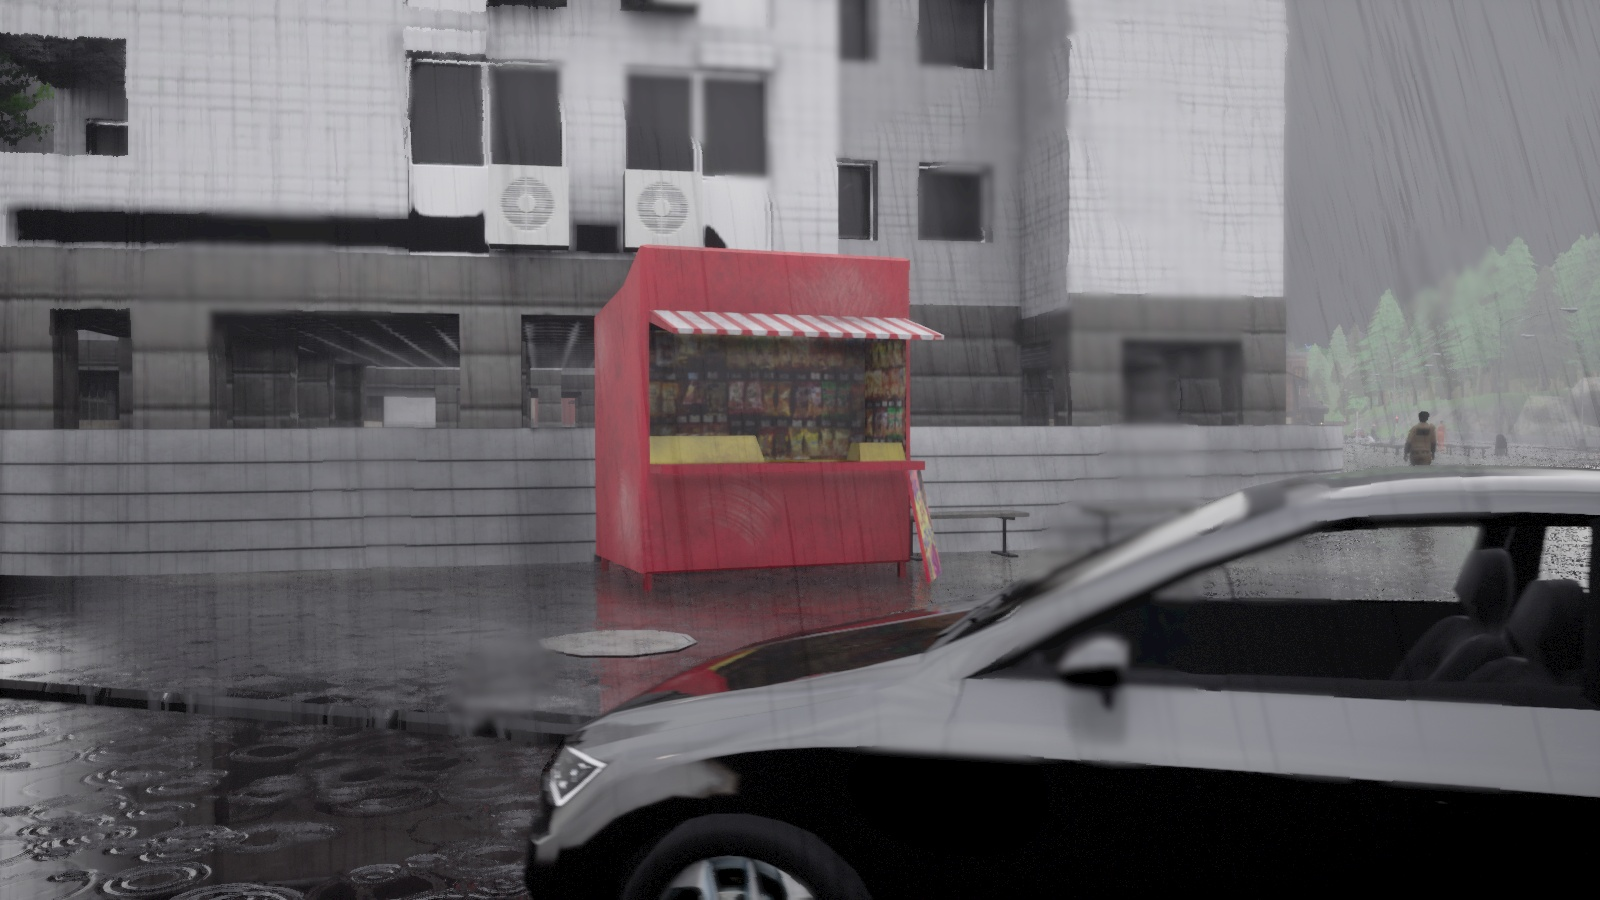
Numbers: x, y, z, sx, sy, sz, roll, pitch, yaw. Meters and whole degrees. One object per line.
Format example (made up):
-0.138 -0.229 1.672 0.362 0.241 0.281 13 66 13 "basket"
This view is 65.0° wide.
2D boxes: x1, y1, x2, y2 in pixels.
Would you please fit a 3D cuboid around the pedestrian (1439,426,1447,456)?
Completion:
38.926 -0.535 76.053 0.345 1.836 0.594 1 1 19 "pedestrian"

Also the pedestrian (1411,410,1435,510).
12.267 0.187 24.718 0.396 1.930 0.692 1 1 27 "pedestrian"

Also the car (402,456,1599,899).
1.292 0.792 3.309 4.193 1.474 1.816 1 1 18 "car"
